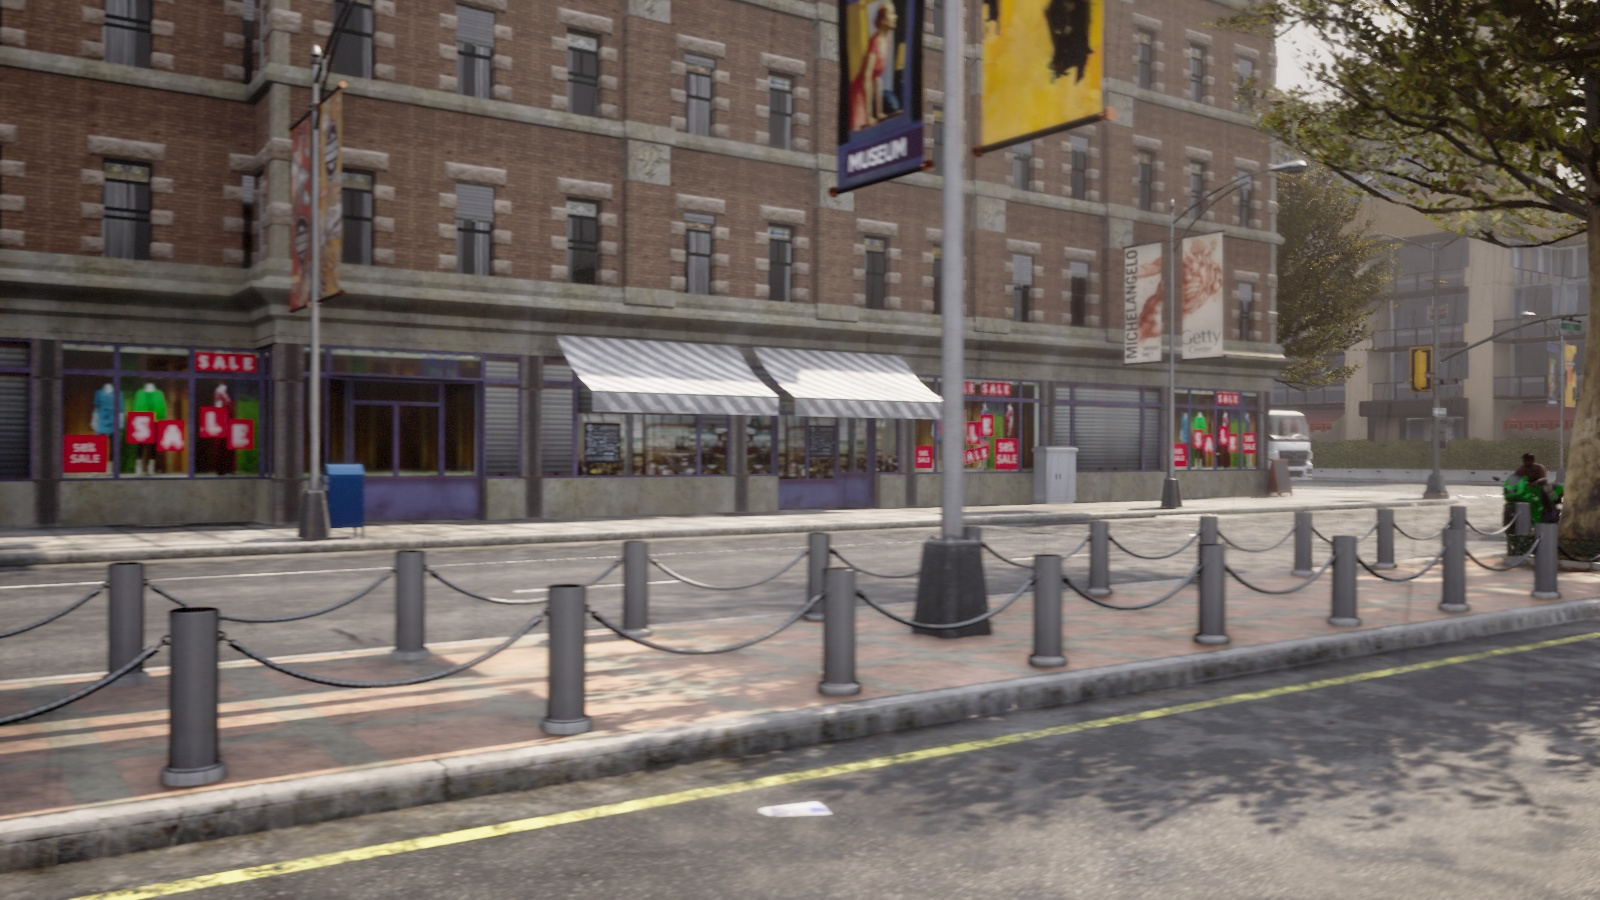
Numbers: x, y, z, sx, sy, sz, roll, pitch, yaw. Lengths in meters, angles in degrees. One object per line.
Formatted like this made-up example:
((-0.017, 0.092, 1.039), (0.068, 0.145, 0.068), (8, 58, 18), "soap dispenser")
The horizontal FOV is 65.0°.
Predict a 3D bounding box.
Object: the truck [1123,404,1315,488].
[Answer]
((18.449, -0.139, 55.904), (2.891, 3.462, 7.936), (0, 0, -35), "truck")

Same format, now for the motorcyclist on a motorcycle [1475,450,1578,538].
((13.009, 0.754, 22.462), (2.044, 1.523, 0.797), (0, 0, -35), "motorcyclist on a motorcycle")
